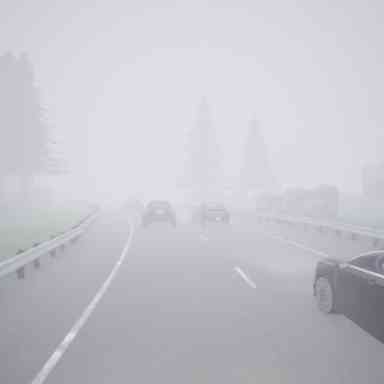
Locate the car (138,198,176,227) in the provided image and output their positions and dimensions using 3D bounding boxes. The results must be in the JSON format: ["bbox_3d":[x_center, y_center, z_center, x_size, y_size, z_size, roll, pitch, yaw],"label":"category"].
[{"bbox_3d":[-2.378,1.304,22.618,2.097,1.767,4.553,0,0,-11],"label":"car"}]

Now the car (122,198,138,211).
[{"bbox_3d":[-7.155,1.419,39.702,2.128,1.511,4.902,0,0,-20],"label":"car"}]

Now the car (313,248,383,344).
[{"bbox_3d":[3.353,1.468,4.600,2.128,1.511,4.902,0,0,-3],"label":"car"}]

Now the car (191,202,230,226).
[{"bbox_3d":[1.171,1.431,22.738,2.128,1.511,4.902,0,0,-10],"label":"car"}]
